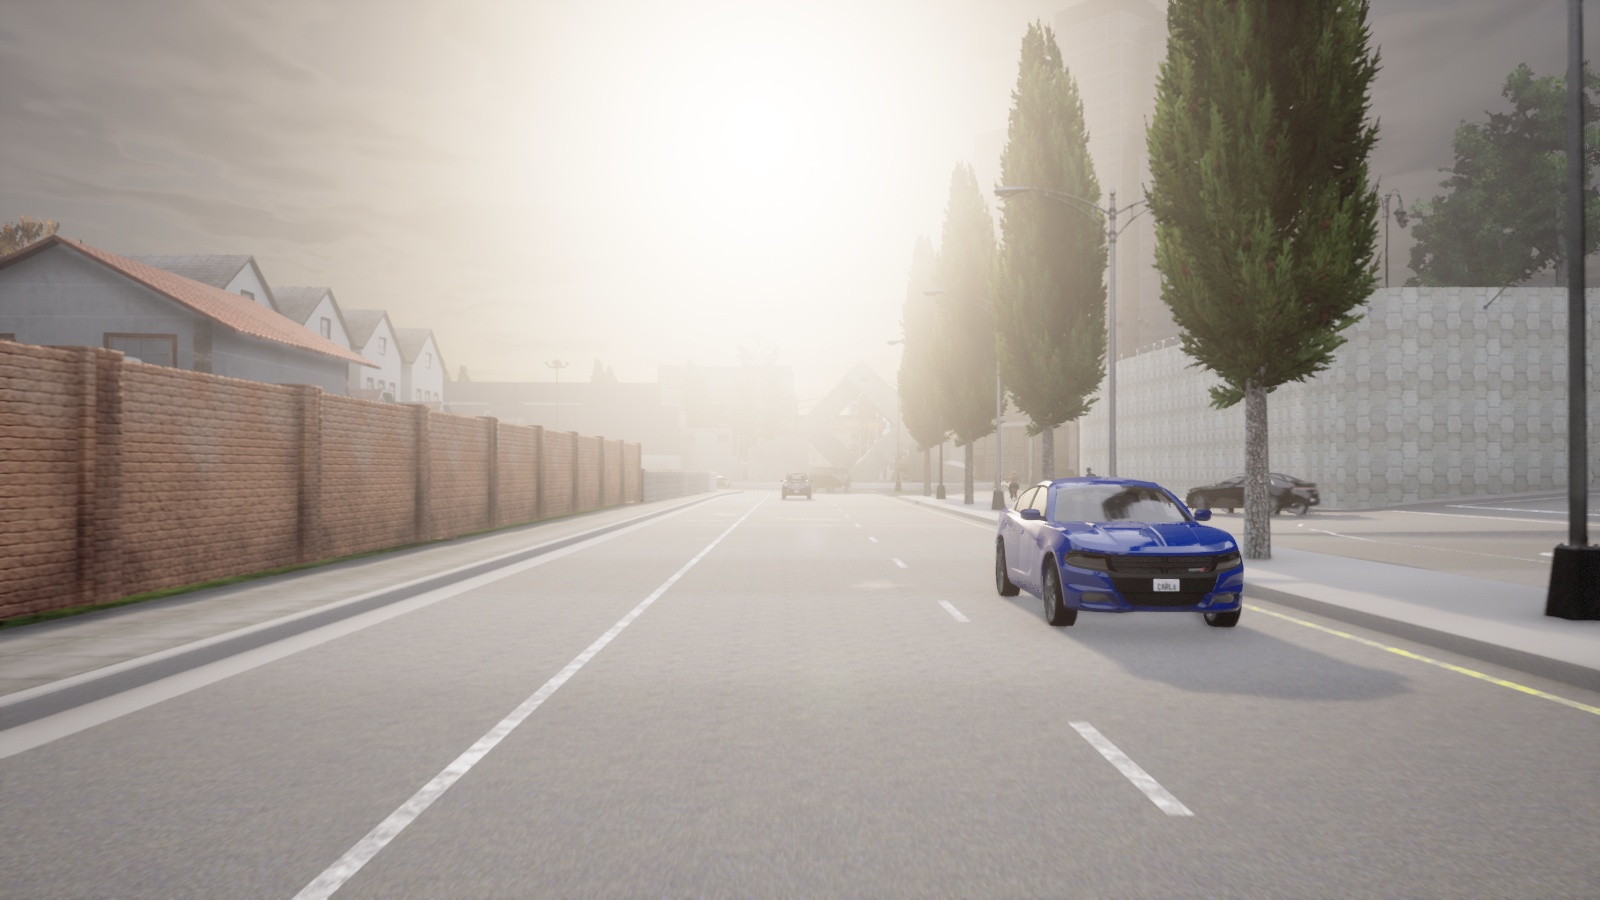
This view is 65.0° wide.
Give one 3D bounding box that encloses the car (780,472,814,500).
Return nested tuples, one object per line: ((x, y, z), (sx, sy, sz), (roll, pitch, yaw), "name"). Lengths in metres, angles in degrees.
((-0.171, 2.009, 70.445), (1.845, 1.501, 3.633), (0, -1, 0), "car")

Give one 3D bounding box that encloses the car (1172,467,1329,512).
((16.004, 1.391, 44.837), (2.128, 1.511, 4.902), (0, -1, -35), "car")

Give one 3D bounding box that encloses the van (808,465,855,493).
((2.283, 2.107, 92.498), (1.775, 1.987, 4.442), (0, -1, -22), "van")

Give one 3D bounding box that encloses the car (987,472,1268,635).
((3.465, 1.019, 14.358), (1.882, 1.535, 5.008), (0, -1, 0), "car")
